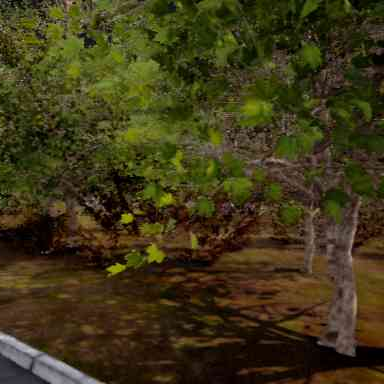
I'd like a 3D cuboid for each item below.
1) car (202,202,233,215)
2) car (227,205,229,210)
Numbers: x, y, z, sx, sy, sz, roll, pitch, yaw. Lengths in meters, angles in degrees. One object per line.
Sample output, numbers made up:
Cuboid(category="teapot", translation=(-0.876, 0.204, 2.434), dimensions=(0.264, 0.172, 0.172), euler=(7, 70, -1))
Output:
Cuboid(category="car", translation=(3.800, 2.348, 48.082), dimensions=(2.231, 1.521, 4.892), euler=(0, 0, 35))
Cuboid(category="car", translation=(6.053, 2.341, 46.463), dimensions=(2.097, 1.535, 5.008), euler=(0, 0, 35))
